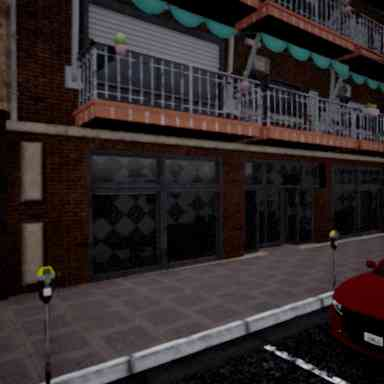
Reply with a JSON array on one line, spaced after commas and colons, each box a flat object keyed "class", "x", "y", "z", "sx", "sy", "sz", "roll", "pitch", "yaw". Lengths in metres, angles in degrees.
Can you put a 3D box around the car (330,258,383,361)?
[{"class": "car", "x": 4.009, "y": 1.513, "z": 5.301, "sx": 4.507, "sy": 1.381, "sz": 1.887, "roll": 0, "pitch": 0, "yaw": -35}]
